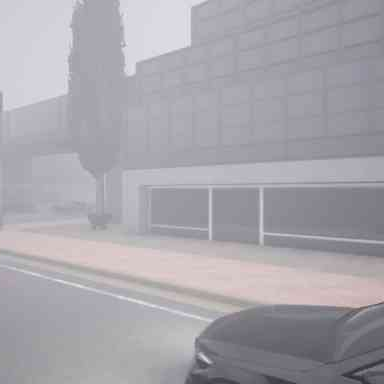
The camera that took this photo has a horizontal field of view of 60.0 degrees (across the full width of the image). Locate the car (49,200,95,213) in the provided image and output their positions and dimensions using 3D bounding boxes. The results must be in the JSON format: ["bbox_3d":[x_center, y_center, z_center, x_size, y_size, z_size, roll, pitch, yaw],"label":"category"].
[{"bbox_3d":[-13.114,1.597,36.617,1.895,1.301,4.718,0,0,36],"label":"car"}]

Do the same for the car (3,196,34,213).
[{"bbox_3d":[-18.976,1.348,34.457,2.097,1.767,4.553,0,0,36],"label":"car"}]

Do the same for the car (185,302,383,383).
[{"bbox_3d":[2.123,1.526,2.459,4.674,1.442,1.812,0,0,35],"label":"car"}]
